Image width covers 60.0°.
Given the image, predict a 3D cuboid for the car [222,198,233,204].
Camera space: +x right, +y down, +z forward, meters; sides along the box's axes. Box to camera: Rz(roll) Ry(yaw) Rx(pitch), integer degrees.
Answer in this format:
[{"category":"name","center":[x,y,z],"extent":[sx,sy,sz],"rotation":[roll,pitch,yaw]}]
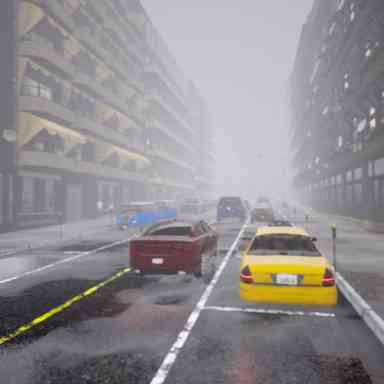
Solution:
[{"category":"car","center":[8.114,2.008,75.651],"extent":[1.887,1.381,4.507],"rotation":[0,0,12]}]

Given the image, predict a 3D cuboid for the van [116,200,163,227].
[{"category":"van","center":[-3.479,1.535,21.575],"extent":[1.690,1.788,3.998],"rotation":[1,0,12]}]

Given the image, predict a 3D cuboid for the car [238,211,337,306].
[{"category":"car","center":[2.155,1.472,8.186],"extent":[1.801,1.575,5.366],"rotation":[-1,0,12]}]

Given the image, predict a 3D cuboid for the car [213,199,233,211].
[{"category":"car","center":[4.396,1.802,46.183],"extent":[2.033,1.411,5.357],"rotation":[-1,-1,12]}]

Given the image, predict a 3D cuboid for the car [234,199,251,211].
[{"category":"car","center":[6.779,1.705,44.160],"extent":[1.837,1.490,4.892],"rotation":[-1,0,12]}]

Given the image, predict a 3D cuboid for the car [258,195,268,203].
[{"category":"car","center":[16.934,1.679,79.363],"extent":[2.192,1.841,5.009],"rotation":[0,0,12]}]

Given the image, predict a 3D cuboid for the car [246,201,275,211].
[{"category":"car","center":[5.370,1.623,25.272],"extent":[1.887,1.381,4.507],"rotation":[0,0,12]}]

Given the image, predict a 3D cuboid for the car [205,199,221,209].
[{"category":"car","center":[3.476,1.901,54.022],"extent":[1.947,1.339,4.313],"rotation":[0,0,12]}]

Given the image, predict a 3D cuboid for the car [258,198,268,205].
[{"category":"car","center":[14.613,1.874,68.545],"extent":[1.802,1.307,4.206],"rotation":[0,0,12]}]

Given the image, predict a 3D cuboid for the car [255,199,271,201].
[{"category":"car","center":[6.529,1.644,30.679],"extent":[1.887,1.381,4.507],"rotation":[0,0,12]}]

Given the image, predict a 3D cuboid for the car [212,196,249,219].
[{"category":"car","center":[3.384,1.351,27.884],"extent":[2.150,2.045,5.566],"rotation":[-1,0,12]}]

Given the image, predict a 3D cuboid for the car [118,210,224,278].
[{"category":"car","center":[-0.325,1.548,10.567],"extent":[1.882,1.535,5.008],"rotation":[-1,0,12]}]

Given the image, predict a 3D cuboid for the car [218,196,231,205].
[{"category":"car","center":[6.956,1.743,70.244],"extent":[2.192,1.841,5.009],"rotation":[0,0,12]}]

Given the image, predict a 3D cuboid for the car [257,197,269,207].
[{"category":"car","center":[12.294,1.669,57.729],"extent":[1.967,1.590,4.097],"rotation":[0,0,12]}]

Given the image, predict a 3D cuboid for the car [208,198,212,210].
[{"category":"car","center":[1.159,1.598,43.206],"extent":[2.192,1.841,5.009],"rotation":[0,0,12]}]

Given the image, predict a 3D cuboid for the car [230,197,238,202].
[{"category":"car","center":[11.593,2.162,91.876],"extent":[1.802,1.307,4.206],"rotation":[0,0,12]}]

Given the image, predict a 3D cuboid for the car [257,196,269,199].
[{"category":"car","center":[7.697,1.563,36.087],"extent":[1.967,1.590,4.097],"rotation":[0,0,12]}]

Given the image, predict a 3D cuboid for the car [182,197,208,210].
[{"category":"car","center":[-0.001,1.574,37.799],"extent":[2.192,1.841,5.009],"rotation":[0,0,12]}]

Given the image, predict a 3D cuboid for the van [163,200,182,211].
[{"category":"van","center":[-2.320,1.556,26.985],"extent":[1.690,1.788,3.998],"rotation":[0,0,12]}]
